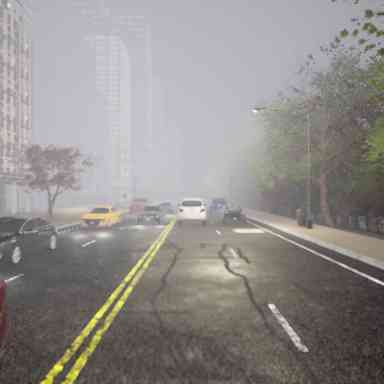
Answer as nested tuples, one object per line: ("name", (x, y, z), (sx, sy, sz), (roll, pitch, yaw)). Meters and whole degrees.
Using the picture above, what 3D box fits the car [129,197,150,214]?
("car", (-6.490, 1.712, 42.175), (2.150, 2.045, 5.566), (0, -1, 0))

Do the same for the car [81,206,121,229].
("car", (-6.550, 1.764, 24.454), (1.882, 1.535, 5.008), (0, 0, 1))

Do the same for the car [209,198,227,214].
("car", (3.320, 1.727, 42.773), (2.150, 2.045, 5.566), (0, 0, 0))

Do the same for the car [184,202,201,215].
("car", (0.062, 2.036, 41.585), (2.033, 1.411, 5.357), (0, -1, 0))

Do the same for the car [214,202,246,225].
("car", (3.275, 1.813, 27.485), (2.128, 1.511, 4.902), (0, -1, 0))

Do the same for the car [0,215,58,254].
("car", (-6.583, 1.650, 12.266), (1.837, 1.490, 4.892), (0, -1, 0))

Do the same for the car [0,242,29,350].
("car", (-3.349, 1.506, 2.333), (1.882, 1.535, 5.008), (0, -1, 0))

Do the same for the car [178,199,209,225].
("car", (0.017, 1.540, 27.063), (2.150, 2.045, 5.566), (0, 0, 0))

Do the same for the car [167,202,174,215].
("car", (-3.244, 2.014, 41.481), (1.812, 1.442, 4.674), (0, -1, 0))

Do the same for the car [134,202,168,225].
("car", (-3.279, 1.845, 27.336), (1.812, 1.442, 4.674), (0, -1, 1))
